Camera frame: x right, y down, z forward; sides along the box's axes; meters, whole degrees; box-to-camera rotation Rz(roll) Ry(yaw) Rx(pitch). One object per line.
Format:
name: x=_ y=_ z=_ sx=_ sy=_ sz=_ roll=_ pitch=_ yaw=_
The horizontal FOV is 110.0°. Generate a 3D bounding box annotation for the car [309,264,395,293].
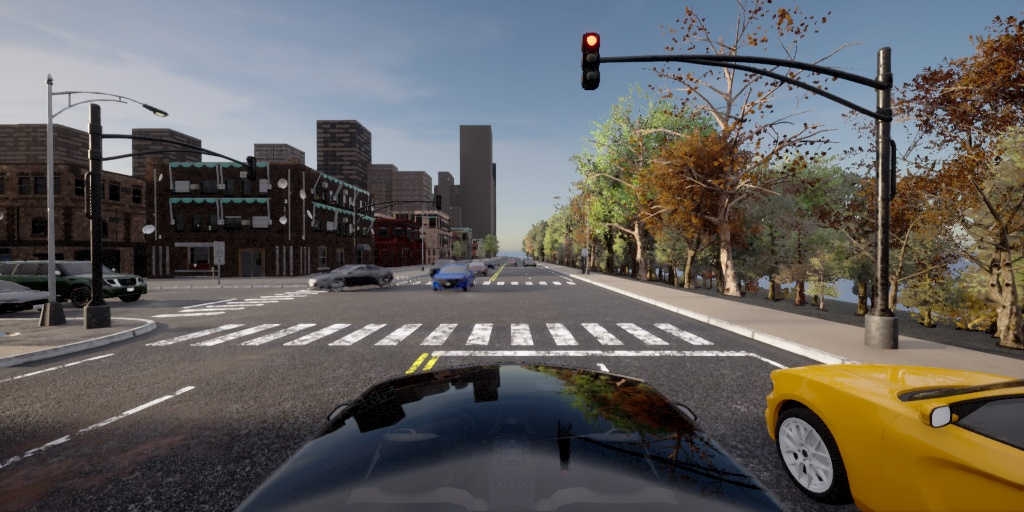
car: x=-9.393 y=1.254 z=21.379 sx=2.128 sy=1.511 sz=4.902 roll=0 pitch=0 yaw=36

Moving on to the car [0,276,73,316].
car: x=-19.960 y=1.564 z=13.482 sx=4.313 sy=1.339 sz=1.948 roll=0 pitch=0 yaw=0

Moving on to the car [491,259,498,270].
car: x=-3.387 y=1.333 z=51.840 sx=1.895 sy=1.301 sz=4.718 roll=0 pitch=0 yaw=0

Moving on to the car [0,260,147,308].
car: x=-20.012 y=1.194 z=16.183 sx=5.566 sy=2.045 sz=2.150 roll=-1 pitch=1 yaw=0

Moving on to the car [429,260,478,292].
car: x=-3.373 y=1.222 z=21.392 sx=1.882 sy=1.535 sz=5.008 roll=0 pitch=0 yaw=0

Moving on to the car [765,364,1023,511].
car: x=3.351 y=1.228 z=1.378 sx=1.882 sy=1.535 sz=5.008 roll=0 pitch=0 yaw=0

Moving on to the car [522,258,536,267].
car: x=3.272 y=1.290 z=64.483 sx=1.994 sy=1.385 sz=4.181 roll=0 pitch=0 yaw=1

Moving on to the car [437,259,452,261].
car: x=-6.635 y=1.092 z=35.147 sx=2.097 sy=1.767 sz=4.553 roll=0 pitch=0 yaw=0

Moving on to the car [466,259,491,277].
car: x=-3.385 y=1.265 z=35.719 sx=1.812 sy=1.442 sz=4.674 roll=0 pitch=0 yaw=0
